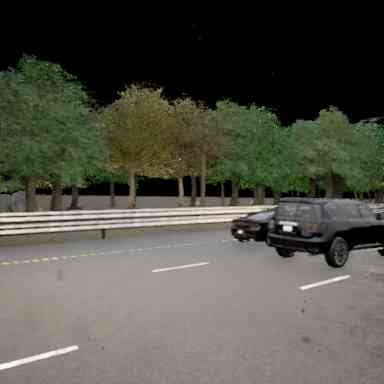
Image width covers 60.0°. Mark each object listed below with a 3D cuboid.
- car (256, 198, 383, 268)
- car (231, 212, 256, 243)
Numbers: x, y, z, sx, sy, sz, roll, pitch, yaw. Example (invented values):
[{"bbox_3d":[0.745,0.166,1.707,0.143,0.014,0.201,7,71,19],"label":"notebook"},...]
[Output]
[{"bbox_3d":[5.064,1.269,11.670,5.566,2.045,2.150,2,-1,-36],"label":"car"},{"bbox_3d":[4.059,1.542,15.257,5.008,1.535,1.882,1,-1,-35],"label":"car"}]
